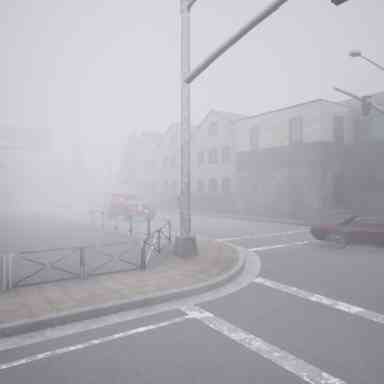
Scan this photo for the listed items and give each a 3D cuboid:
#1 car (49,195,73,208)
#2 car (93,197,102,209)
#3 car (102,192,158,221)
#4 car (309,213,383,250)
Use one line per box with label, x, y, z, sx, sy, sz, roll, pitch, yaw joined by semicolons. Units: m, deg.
car;-17.187;1.174;43.566;2.097;1.767;4.553;0;0;-35
car;-10.536;1.328;40.416;1.837;1.490;4.892;0;0;-35
car;-4.772;1.046;25.906;2.150;2.045;5.566;0;0;-34
car;6.905;1.458;12.072;4.718;1.301;1.895;1;1;33
